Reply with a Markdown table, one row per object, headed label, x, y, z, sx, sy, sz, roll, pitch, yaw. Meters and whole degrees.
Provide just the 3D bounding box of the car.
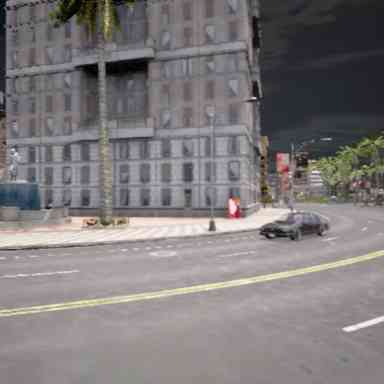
| label | x | y | z | sx | sy | sz | roll | pitch | yaw |
| --- | --- | --- | --- | --- | --- | --- | --- | --- | --- |
| car | 6.035 | 1.881 | 19.076 | 5.357 | 1.411 | 2.033 | 1 | -2 | -44 |
